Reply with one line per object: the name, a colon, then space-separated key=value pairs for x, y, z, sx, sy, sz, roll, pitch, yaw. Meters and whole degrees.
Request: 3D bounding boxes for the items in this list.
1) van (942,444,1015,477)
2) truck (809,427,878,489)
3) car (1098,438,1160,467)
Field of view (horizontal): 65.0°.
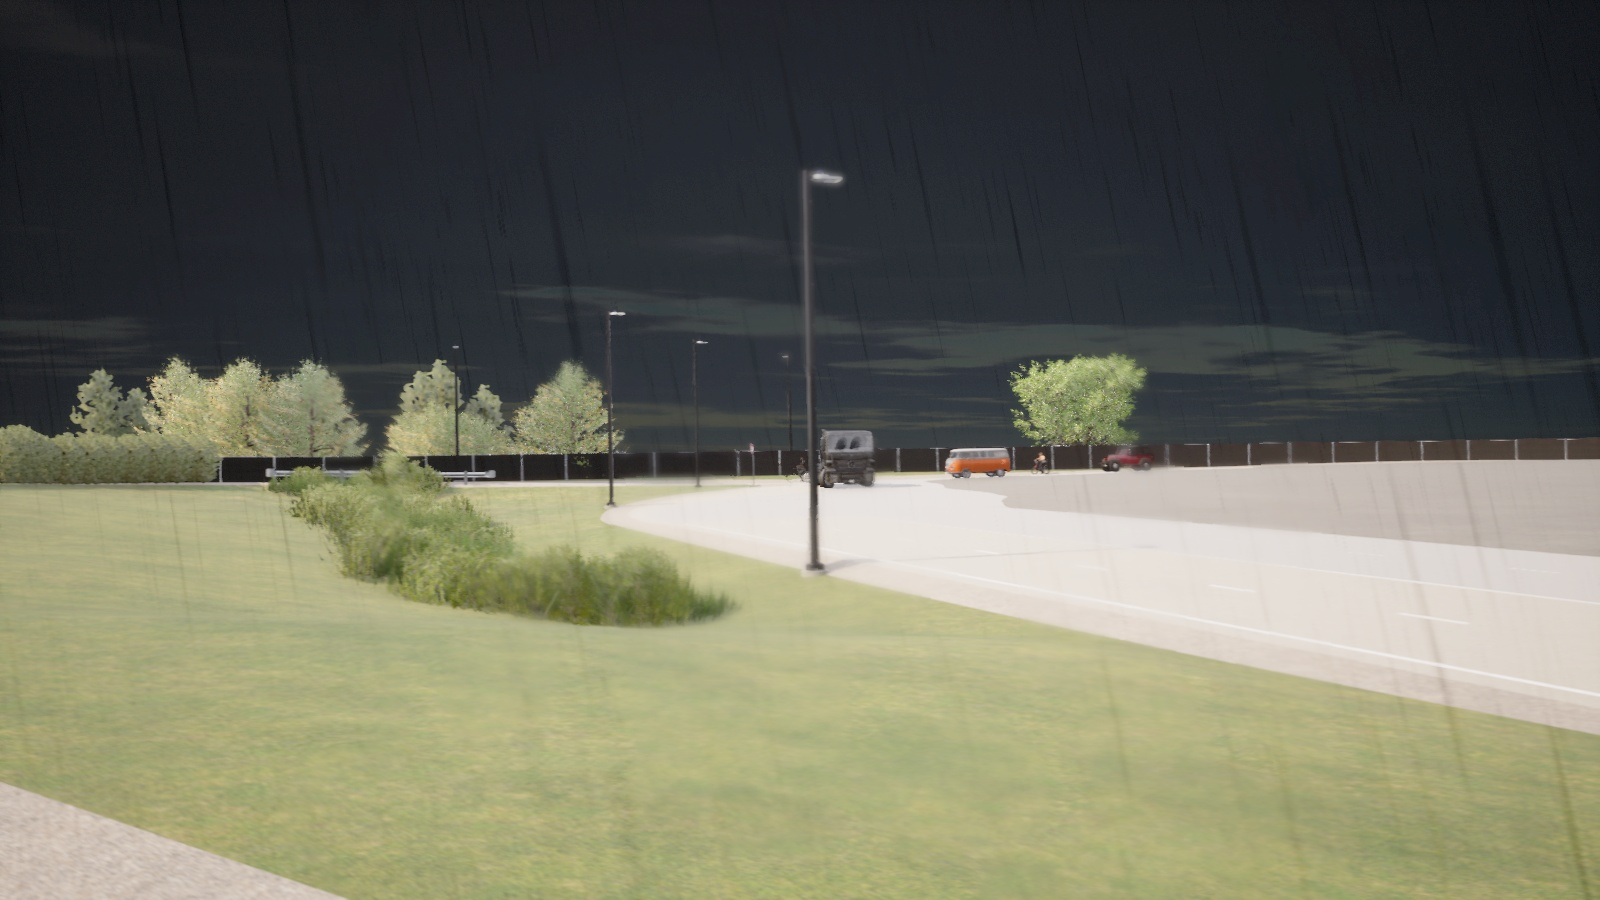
van: x=12.031 y=0.689 z=84.794 sx=4.442 sy=1.987 sz=1.775 roll=-3 pitch=-1 yaw=-18
truck: x=2.489 y=0.437 z=75.560 sx=2.891 sy=3.462 sz=7.936 roll=-2 pitch=1 yaw=-7
car: x=24.064 y=0.192 z=91.885 sx=3.866 sy=1.878 sz=1.905 roll=-3 pitch=-1 yaw=-8
